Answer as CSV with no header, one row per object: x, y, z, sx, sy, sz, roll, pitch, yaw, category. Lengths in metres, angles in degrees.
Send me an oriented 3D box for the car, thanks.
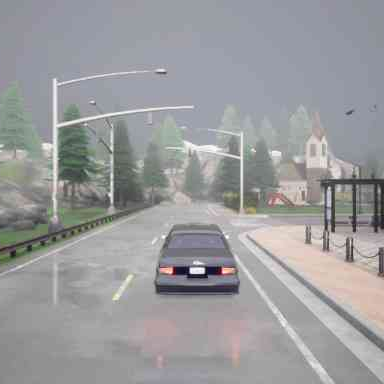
0.098,1.547,8.849,2.033,1.411,5.357,0,0,0,car
